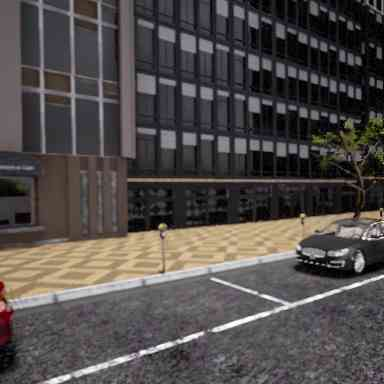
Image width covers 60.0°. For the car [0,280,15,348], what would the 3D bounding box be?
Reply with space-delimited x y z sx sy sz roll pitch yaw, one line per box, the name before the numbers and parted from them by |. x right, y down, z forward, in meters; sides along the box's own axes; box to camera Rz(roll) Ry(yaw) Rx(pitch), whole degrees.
car | -4.260 1.591 3.528 4.206 1.307 1.802 0 0 -36

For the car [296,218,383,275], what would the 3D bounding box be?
car | 4.989 1.492 10.135 4.403 1.369 2.008 0 0 -36
